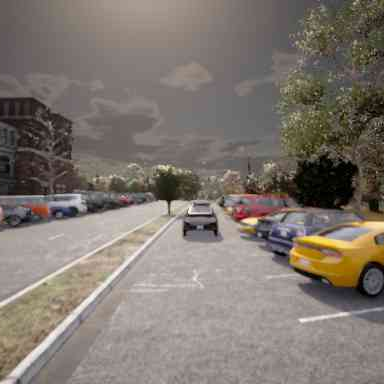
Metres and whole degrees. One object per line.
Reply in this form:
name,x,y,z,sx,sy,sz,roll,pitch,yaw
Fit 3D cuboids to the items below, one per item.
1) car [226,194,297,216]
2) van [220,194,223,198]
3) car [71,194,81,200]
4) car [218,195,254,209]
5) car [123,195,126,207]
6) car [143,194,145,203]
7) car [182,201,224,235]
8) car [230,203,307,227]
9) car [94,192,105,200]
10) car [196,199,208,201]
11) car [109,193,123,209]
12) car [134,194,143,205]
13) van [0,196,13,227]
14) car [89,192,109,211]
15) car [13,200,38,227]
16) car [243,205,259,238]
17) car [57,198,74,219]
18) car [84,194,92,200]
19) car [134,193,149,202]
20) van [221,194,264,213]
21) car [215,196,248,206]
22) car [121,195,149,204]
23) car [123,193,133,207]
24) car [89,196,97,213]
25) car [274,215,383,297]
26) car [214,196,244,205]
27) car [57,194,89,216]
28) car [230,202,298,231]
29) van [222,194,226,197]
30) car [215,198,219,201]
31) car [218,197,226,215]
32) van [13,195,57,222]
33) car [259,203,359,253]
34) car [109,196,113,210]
car,5.265,1.256,20.279,5.566,2.045,2.435,1,0,-18
van,5.652,1.295,35.100,4.442,1.987,1.878,1,0,-18
car,-29.235,1.242,84.109,2.231,1.521,4.892,0,-1,-17
car,6.156,1.408,47.031,4.553,1.767,2.185,1,0,-18
car,-12.030,1.550,45.706,4.792,1.488,2.163,-1,0,-18
car,-11.468,1.576,60.745,4.674,1.452,2.002,-1,0,-18
car,0.475,1.513,18.772,2.128,1.511,4.902,0,0,2
car,5.312,1.539,23.227,4.792,1.488,2.163,1,0,-18
car,-23.309,0.985,83.800,2.435,2.045,5.566,1,-1,-17
car,1.065,1.545,36.185,1.837,1.490,4.892,0,0,2
car,-12.145,1.266,42.704,5.566,2.045,2.435,-1,0,-18
car,-11.594,1.536,57.723,5.008,1.535,2.097,-1,0,-18
van,-12.922,1.261,18.687,4.442,1.987,1.878,-1,0,-18
car,-12.413,1.259,36.669,5.566,2.045,2.435,-1,0,-18
car,-12.954,1.522,21.645,4.792,1.488,2.163,-1,0,-18
car,5.049,1.502,14.328,4.892,1.521,2.231,1,0,-18
car,-12.716,1.500,27.674,5.008,1.535,2.097,-1,0,-18
car,-26.280,1.279,83.966,2.002,1.452,4.674,1,-1,-17
car,-11.374,1.281,63.745,5.566,2.045,2.435,-1,0,-18
van,5.756,1.298,38.075,4.442,1.987,1.878,1,0,-18
car,6.719,1.544,56.853,5.366,1.575,1.946,1,0,-18
car,-11.401,1.520,66.723,5.366,1.575,1.946,-1,0,-18
car,-11.923,1.273,48.714,5.566,2.045,2.435,-1,0,-18
car,-12.498,1.507,33.680,5.008,1.535,2.097,-1,0,-18
car,4.909,1.496,8.396,5.008,1.535,2.097,1,0,-19
car,6.664,1.549,60.181,4.892,1.521,2.231,1,0,-18
car,-12.632,1.252,30.664,5.566,2.045,2.435,-1,0,-18
car,4.966,1.499,17.234,5.366,1.575,1.946,1,0,-18
van,5.548,1.292,32.123,4.442,1.987,1.878,1,0,-18
car,6.001,1.277,41.099,5.566,2.045,2.435,1,0,-18
car,5.371,1.511,29.129,5.366,1.575,1.946,1,0,-18
van,-12.715,1.269,24.708,4.442,1.987,1.878,-1,0,-18
car,4.952,1.372,11.352,4.553,1.767,2.185,1,0,-19
car,-12.249,1.543,39.698,4.792,1.488,2.163,-1,0,-18
